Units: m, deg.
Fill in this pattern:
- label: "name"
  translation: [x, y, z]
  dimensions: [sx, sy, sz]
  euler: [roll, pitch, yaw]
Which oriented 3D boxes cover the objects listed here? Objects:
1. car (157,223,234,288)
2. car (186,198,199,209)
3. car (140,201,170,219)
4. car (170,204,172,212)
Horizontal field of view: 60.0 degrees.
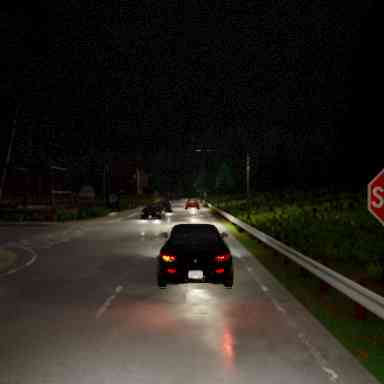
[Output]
- label: "car"
  translation: [0.076, 1.604, 9.373]
  dimensions: [1.812, 1.442, 4.674]
  euler: [0, 0, 0]
- label: "car"
  translation: [0.074, 1.787, 52.668]
  dimensions: [2.097, 1.767, 4.553]
  euler: [0, 0, 0]
- label: "car"
  translation: [-3.633, 1.812, 31.945]
  dimensions: [2.033, 1.411, 5.357]
  euler: [0, 0, 1]
- label: "car"
  translation: [-3.572, 1.878, 42.557]
  dimensions: [1.812, 1.442, 4.674]
  euler: [0, 0, 1]
